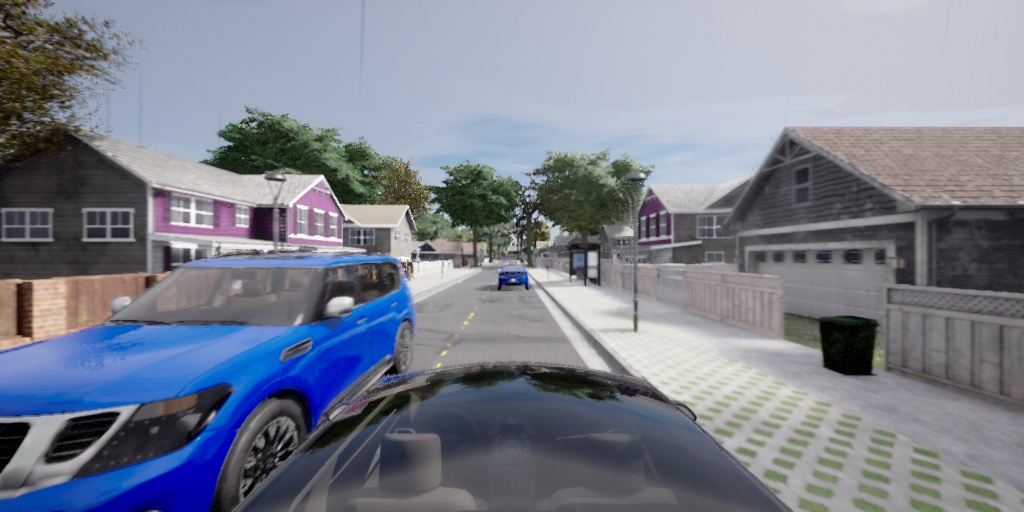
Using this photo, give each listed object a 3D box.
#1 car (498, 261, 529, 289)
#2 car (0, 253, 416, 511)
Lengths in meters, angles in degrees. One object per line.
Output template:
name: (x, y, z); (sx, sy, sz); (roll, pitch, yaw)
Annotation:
car: (0.085, 1.267, 23.482); (1.882, 1.535, 5.008); (0, 0, 0)
car: (-2.827, 0.975, 4.428); (2.150, 2.045, 5.566); (0, 0, 0)
